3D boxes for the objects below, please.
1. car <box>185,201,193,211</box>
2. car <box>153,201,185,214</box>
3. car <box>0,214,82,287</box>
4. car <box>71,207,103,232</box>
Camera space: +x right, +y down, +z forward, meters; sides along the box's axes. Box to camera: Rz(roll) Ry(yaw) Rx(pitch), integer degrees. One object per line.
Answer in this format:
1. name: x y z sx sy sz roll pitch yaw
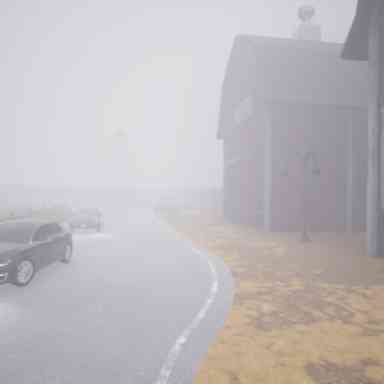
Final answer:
1. car: -1.470 2.273 53.737 1.837 1.490 4.892 1 -1 -23
2. car: -3.207 2.104 43.878 1.837 1.490 4.892 1 -1 28
3. car: -5.030 1.593 9.725 1.837 1.490 4.892 1 -1 0
4. car: -6.902 1.755 21.977 1.812 1.442 4.674 1 0 -12
